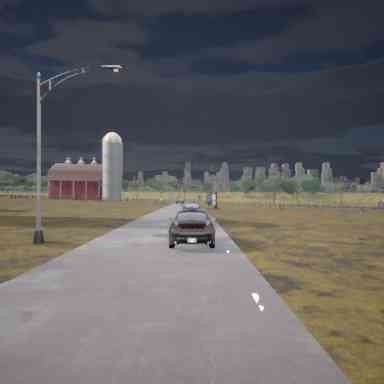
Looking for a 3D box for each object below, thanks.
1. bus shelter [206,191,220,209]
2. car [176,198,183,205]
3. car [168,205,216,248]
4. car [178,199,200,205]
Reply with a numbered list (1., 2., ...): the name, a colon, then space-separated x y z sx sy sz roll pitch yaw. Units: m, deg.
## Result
1. bus shelter: 3.126 1.178 50.548 1.920 2.740 3.880 0 -1 0
2. car: -2.750 2.152 76.719 1.882 1.535 5.008 0 -1 0
3. car: 0.000 1.527 14.652 1.837 1.490 4.892 0 0 0
4. car: 0.000 1.614 29.656 1.812 1.442 4.674 0 0 0
